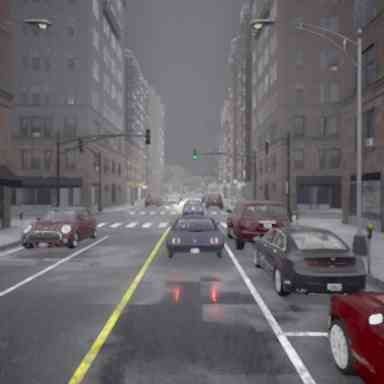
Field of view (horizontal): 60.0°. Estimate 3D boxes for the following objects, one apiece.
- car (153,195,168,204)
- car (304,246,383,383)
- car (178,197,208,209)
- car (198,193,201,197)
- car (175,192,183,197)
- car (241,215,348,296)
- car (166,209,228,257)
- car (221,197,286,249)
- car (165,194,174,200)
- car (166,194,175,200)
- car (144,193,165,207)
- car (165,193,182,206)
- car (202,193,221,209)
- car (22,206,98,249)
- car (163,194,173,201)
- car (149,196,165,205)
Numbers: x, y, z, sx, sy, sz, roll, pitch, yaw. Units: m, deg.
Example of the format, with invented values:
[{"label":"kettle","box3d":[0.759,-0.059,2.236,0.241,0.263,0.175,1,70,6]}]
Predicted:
[{"label":"car","box3d":[-5.409,1.300,57.593,2.008,1.369,4.403,0,0,0]},{"label":"car","box3d":[2.637,1.533,2.662,1.887,1.381,4.507,0,0,0]},{"label":"car","box3d":[0.103,1.415,29.546,2.033,1.411,5.357,0,0,0]},{"label":"car","box3d":[2.692,1.064,57.593,2.192,1.841,5.009,0,0,0]},{"label":"car","box3d":[-2.758,1.211,65.834,2.128,1.511,4.902,0,0,0]},{"label":"car","box3d":[2.638,1.514,8.344,2.008,1.369,4.403,0,0,0]},{"label":"car","box3d":[0.101,1.546,12.644,1.895,1.301,4.718,0,0,0]},{"label":"car","box3d":[2.638,1.254,14.025,2.192,1.841,5.009,0,0,0]},{"label":"car","box3d":[-5.398,1.197,79.608,1.887,1.381,4.507,0,0,0]},{"label":"car","box3d":[-5.395,1.179,85.111,2.008,1.369,4.403,0,0,0]},{"label":"car","box3d":[-5.415,1.113,46.585,2.192,1.841,5.009,0,0,0]},{"label":"car","box3d":[-2.821,1.308,50.025,1.812,1.442,4.674,0,0,0]},{"label":"car","box3d":[2.704,1.137,41.081,2.192,1.841,5.009,0,0,0]},{"label":"car","box3d":[-5.387,1.379,14.026,1.967,1.590,4.097,0,0,0]},{"label":"car","box3d":[-5.401,1.221,74.104,1.887,1.381,4.507,0,0,0]},{"label":"car","box3d":[-5.412,1.339,52.089,1.947,1.339,4.313,0,0,0]}]
